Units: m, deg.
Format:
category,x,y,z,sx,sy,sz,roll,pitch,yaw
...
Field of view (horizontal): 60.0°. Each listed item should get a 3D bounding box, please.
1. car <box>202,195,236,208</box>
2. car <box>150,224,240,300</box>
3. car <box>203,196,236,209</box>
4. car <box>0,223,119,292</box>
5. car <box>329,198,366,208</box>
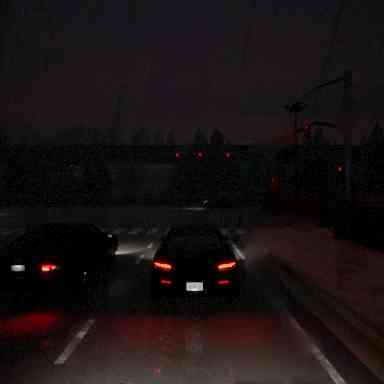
category,x,y,z,sx,sy,sz,roll,pitch,yaw
car,3.767,1.352,46.939,4.553,1.767,2.097,0,0,0
car,0.064,1.526,8.251,1.812,1.442,4.674,0,0,0
car,3.623,1.564,43.440,4.181,1.385,1.994,0,0,0
car,-3.429,1.547,9.069,2.033,1.411,5.357,0,0,0
car,21.874,1.564,46.859,4.181,1.385,1.994,0,0,0
